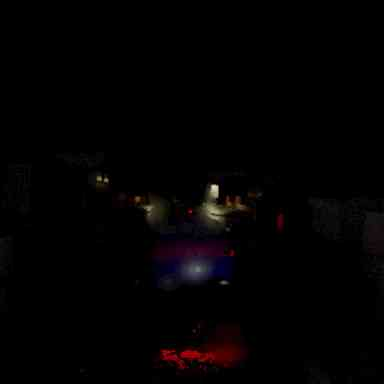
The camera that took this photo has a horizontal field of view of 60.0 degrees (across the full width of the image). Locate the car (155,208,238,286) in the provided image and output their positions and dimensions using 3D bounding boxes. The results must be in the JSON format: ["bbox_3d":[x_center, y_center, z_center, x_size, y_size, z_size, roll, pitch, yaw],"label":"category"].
[{"bbox_3d":[0.101,1.454,9.349,1.882,1.535,5.008,0,0,0],"label":"car"}]

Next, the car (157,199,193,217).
[{"bbox_3d":[-1.105,1.460,23.152,1.837,1.490,4.892,0,-1,-18],"label":"car"}]

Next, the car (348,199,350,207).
[{"bbox_3d":[12.342,1.323,26.638,4.902,1.511,2.128,-1,-2,1],"label":"car"}]

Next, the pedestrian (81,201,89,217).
[{"bbox_3d":[-9.636,1.354,29.869,0.375,1.860,0.375,0,-1,1],"label":"pedestrian"}]

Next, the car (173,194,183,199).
[{"bbox_3d":[-2.792,1.382,49.547,2.097,1.767,4.553,0,0,0],"label":"car"}]

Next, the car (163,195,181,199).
[{"bbox_3d":[-2.802,1.478,38.962,2.128,1.511,4.902,0,0,0],"label":"car"}]

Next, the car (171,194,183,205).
[{"bbox_3d":[-2.970,1.367,65.252,2.150,2.045,5.566,0,-1,-3],"label":"car"}]
